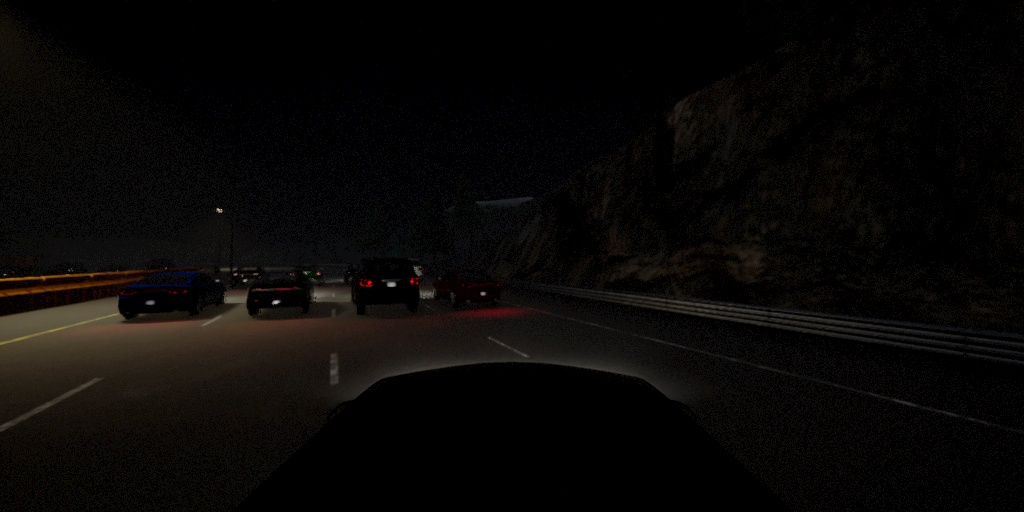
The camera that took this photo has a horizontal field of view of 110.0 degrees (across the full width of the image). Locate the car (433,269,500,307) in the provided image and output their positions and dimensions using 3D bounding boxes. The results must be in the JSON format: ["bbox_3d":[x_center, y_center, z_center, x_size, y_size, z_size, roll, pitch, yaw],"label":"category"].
[{"bbox_3d":[-2.203,1.344,16.336,1.882,1.535,5.008,0,-1,-26],"label":"car"}]

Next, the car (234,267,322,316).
[{"bbox_3d":[-8.903,1.348,14.108,2.128,1.511,4.902,0,0,-26],"label":"car"}]

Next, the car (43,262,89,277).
[{"bbox_3d":[-46.261,1.429,37.273,2.097,1.767,4.553,0,-1,-35],"label":"car"}]

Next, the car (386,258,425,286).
[{"bbox_3d":[-8.902,1.200,29.653,2.150,2.045,5.566,0,0,-27],"label":"car"}]

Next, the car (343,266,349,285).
[{"bbox_3d":[-12.529,1.468,29.066,2.128,1.511,4.902,0,0,-27],"label":"car"}]

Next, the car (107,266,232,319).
[{"bbox_3d":[-12.545,1.333,13.587,1.882,1.535,5.008,0,0,-26],"label":"car"}]

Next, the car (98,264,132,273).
[{"bbox_3d":[-43.472,1.581,39.392,2.128,1.511,4.902,0,-1,-36],"label":"car"}]

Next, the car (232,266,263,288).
[{"bbox_3d":[-18.792,1.450,25.942,2.128,1.511,4.902,0,0,-27],"label":"car"}]

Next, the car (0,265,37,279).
[{"bbox_3d":[-48.692,1.606,34.745,2.033,1.411,5.357,0,-1,-35],"label":"car"}]

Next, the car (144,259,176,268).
[{"bbox_3d":[-40.771,1.325,41.666,2.150,2.045,5.566,0,-1,-36],"label":"car"}]

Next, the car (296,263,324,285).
[{"bbox_3d":[-15.620,1.318,27.424,2.097,1.767,4.553,0,-1,-27],"label":"car"}]

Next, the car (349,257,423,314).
[{"bbox_3d":[-5.282,1.080,14.664,2.150,2.045,5.566,0,0,-26],"label":"car"}]
